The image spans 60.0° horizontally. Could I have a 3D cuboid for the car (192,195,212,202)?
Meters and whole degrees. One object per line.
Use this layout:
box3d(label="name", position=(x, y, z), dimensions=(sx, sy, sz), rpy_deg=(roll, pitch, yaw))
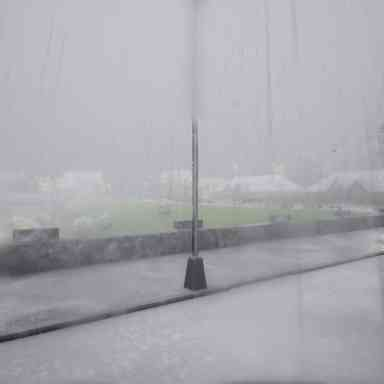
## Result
box3d(label="car", position=(2.136, 1.376, 72.813), dimensions=(1.882, 1.535, 5.008), rpy_deg=(0, 0, -36))

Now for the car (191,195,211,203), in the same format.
box3d(label="car", position=(1.788, 1.557, 66.413), dimensions=(1.837, 1.490, 4.892), rpy_deg=(0, 0, -36))

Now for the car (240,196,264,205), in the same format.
box3d(label="car", position=(10.852, 1.482, 60.597), dimensions=(1.882, 1.535, 5.008), rpy_deg=(0, 0, -36))
